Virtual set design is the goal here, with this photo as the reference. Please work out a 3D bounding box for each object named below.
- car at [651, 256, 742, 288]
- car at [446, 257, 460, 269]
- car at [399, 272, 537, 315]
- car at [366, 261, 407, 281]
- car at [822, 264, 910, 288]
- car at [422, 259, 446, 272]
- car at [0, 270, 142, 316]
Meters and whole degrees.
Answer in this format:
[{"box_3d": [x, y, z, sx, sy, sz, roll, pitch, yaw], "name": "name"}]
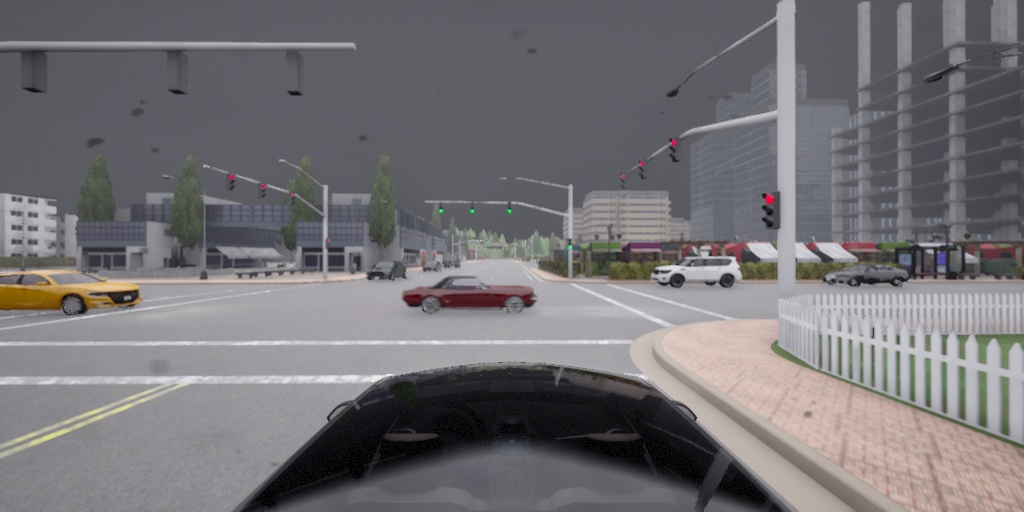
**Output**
[{"box_3d": [12.332, 1.042, 24.088, 5.566, 2.045, 2.150, 0, 0, -1], "name": "car"}, {"box_3d": [-10.528, 1.169, 63.655, 2.150, 2.045, 5.566, 0, 0, 1], "name": "car"}, {"box_3d": [-1.450, 1.387, 13.219, 4.718, 1.301, 1.895, 0, 0, -1], "name": "car"}, {"box_3d": [-10.865, 1.196, 31.337, 2.097, 1.767, 4.553, 0, 0, 3], "name": "car"}, {"box_3d": [23.943, 1.311, 24.378, 4.902, 1.511, 2.128, 0, 0, -1], "name": "car"}, {"box_3d": [-10.584, 1.402, 47.822, 1.837, 1.490, 4.892, 0, 0, 0], "name": "car"}, {"box_3d": [-16.545, 1.264, 13.008, 5.008, 1.535, 1.882, 0, 0, -2], "name": "car"}]
